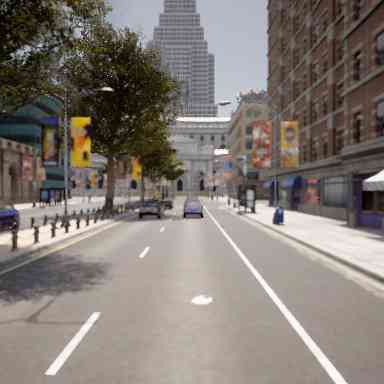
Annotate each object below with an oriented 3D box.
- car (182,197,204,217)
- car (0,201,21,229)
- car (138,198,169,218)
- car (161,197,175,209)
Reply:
[{"bbox_3d":[0.106,1.498,30.331,2.033,1.411,5.357,0,0,0],"label":"car"},{"bbox_3d":[-11.497,1.322,18.413,2.097,1.767,4.553,0,0,0],"label":"car"},{"bbox_3d":[-3.490,1.500,29.288,2.033,1.411,5.357,0,0,0],"label":"car"},{"bbox_3d":[-3.437,1.435,44.013,1.837,1.490,4.892,0,1,0],"label":"car"}]
